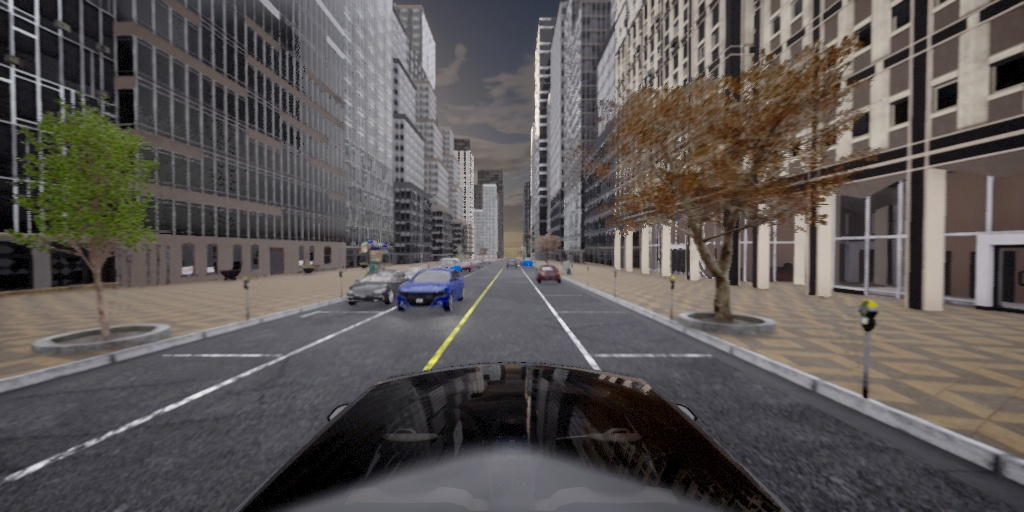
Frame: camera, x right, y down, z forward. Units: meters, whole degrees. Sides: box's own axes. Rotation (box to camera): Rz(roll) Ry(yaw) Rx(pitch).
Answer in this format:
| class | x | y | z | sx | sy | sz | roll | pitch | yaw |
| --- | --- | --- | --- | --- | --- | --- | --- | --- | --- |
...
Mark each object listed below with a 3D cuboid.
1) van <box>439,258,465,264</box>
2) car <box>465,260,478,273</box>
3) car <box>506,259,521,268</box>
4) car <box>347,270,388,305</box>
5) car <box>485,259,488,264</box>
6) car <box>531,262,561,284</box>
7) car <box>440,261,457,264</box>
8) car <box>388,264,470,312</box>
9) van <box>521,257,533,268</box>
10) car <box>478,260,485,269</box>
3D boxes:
| class | x | y | z | sx | sy | sz | roll | pitch | yaw |
| --- | --- | --- | --- | --- | --- | --- | --- | --- | --- |
| van | -5.689 | 1.092 | 32.732 | 1.690 | 1.789 | 3.998 | 0 | 0 | 0 |
| car | -5.690 | 1.301 | 43.983 | 1.888 | 1.381 | 4.507 | 0 | 0 | 0 |
| car | 0.000 | 1.260 | 59.681 | 2.128 | 1.511 | 4.902 | 0 | 0 | 0 |
| car | -5.690 | 1.298 | 15.858 | 2.007 | 1.370 | 4.403 | 0 | 0 | 0 |
| car | -5.690 | 1.320 | 60.858 | 2.007 | 1.370 | 4.403 | 0 | 0 | 0 |
| car | 2.692 | 1.331 | 27.109 | 1.802 | 1.307 | 4.207 | 0 | 0 | 0 |
| car | -5.689 | 1.294 | 27.108 | 1.888 | 1.381 | 4.507 | 0 | 0 | 0 |
| car | -3.064 | 1.225 | 14.425 | 1.882 | 1.535 | 5.008 | 0 | 0 | 0 |
| van | 2.691 | 1.110 | 60.859 | 1.690 | 1.789 | 3.998 | 0 | 0 | 0 |
| car | -5.689 | 1.315 | 55.233 | 2.007 | 1.370 | 4.403 | 0 | 0 | 0 |
